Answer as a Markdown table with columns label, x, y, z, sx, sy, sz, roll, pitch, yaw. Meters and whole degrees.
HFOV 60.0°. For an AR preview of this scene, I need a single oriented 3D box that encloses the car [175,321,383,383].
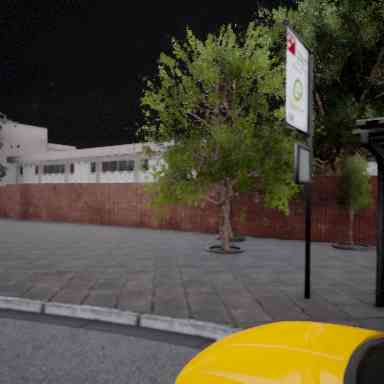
| label | x | y | z | sx | sy | sz | roll | pitch | yaw |
| --- | --- | --- | --- | --- | --- | --- | --- | --- | --- |
| car | 2.143 | 1.478 | 1.645 | 5.008 | 1.535 | 1.882 | 0 | 0 | 33 |
